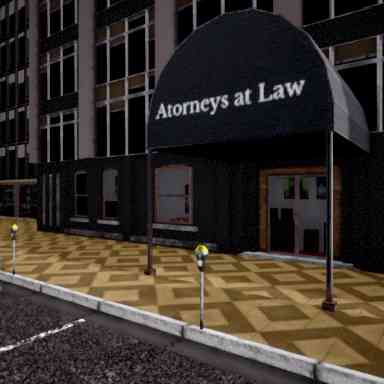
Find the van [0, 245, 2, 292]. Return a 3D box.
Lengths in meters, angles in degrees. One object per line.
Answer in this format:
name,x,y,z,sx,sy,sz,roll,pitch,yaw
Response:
van,-5.576,1.341,6.853,3.998,1.788,1.690,0,0,36
